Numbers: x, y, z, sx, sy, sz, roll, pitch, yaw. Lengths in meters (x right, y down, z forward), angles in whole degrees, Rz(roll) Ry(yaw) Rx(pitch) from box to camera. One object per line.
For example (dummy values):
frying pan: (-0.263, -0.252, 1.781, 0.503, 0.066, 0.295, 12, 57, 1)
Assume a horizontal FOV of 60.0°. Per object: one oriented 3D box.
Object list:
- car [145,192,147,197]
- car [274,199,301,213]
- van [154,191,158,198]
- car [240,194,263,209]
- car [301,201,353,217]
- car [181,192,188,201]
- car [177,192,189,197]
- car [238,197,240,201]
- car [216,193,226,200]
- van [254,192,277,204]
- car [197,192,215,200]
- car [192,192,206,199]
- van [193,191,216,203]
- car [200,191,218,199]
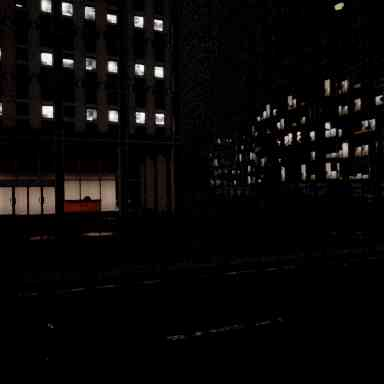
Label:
car: (-10.257, 0.733, 87.841, 1.967, 1.590, 4.097, 0, 1, -21)
car: (10.060, 1.399, 34.765, 1.802, 1.307, 4.206, 0, 1, -21)
van: (-8.215, 0.687, 82.537, 1.690, 1.788, 3.998, 0, 1, -21)
car: (8.072, 1.332, 40.090, 1.947, 1.339, 4.313, 0, 1, -21)
car: (12.086, 1.434, 29.453, 1.947, 1.339, 4.313, 0, 1, -21)
car: (-2.088, 1.056, 66.627, 2.008, 1.369, 4.403, 0, 1, -21)
car: (-2.436, 0.710, 90.852, 2.008, 1.369, 4.403, 0, 1, -21)
car: (9.817, 1.060, 59.029, 1.802, 1.307, 4.206, 0, 1, -21)
car: (5.733, 0.954, 69.637, 1.802, 1.307, 4.206, 0, 1, -21)
van: (11.858, 0.871, 53.722, 1.690, 1.788, 3.998, 0, 1, -21)
car: (2.864, 0.879, 69.858, 1.882, 1.535, 5.008, -1, 1, -21)
car: (1.647, 0.706, 80.243, 1.967, 1.590, 4.097, 0, 1, -21)
van: (1.996, 0.952, 56.017, 1.690, 1.788, 3.998, 0, 1, -21)
car: (3.689, 0.634, 74.938, 2.192, 1.841, 5.009, 0, 1, -21)
